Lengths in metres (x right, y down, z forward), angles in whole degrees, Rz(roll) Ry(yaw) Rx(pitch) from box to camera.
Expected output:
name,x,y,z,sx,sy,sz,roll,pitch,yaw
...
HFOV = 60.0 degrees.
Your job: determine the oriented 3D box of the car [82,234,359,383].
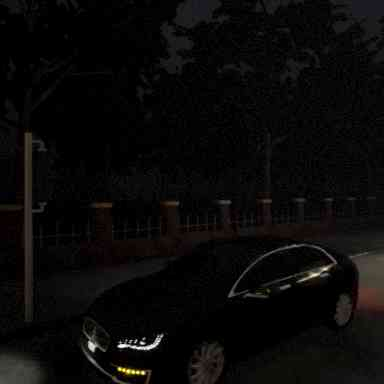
name,x,y,z,sx,sy,sz,roll,pitch,yaw
car,0.791,1.504,5.255,4.892,1.490,1.837,0,0,-37
